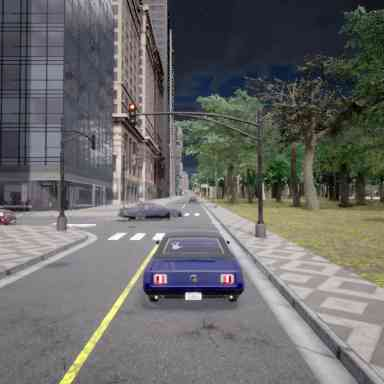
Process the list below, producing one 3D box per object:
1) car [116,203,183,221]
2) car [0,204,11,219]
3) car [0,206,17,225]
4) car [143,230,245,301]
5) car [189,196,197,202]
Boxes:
[{"bbox_3d":[-3.429,1.627,27.443,5.357,1.411,2.033,1,-1,-31],"label":"car"},{"bbox_3d":[-18.935,1.726,29.808,4.313,1.339,1.947,0,-1,0],"label":"car"},{"bbox_3d":[-13.491,1.371,21.284,4.097,1.590,1.967,0,-2,-1],"label":"car"},{"bbox_3d":[0.023,1.607,8.262,1.895,1.301,4.718,0,0,0],"label":"car"},{"bbox_3d":[0.207,1.801,81.884,2.033,1.411,5.357,0,0,0],"label":"car"}]
